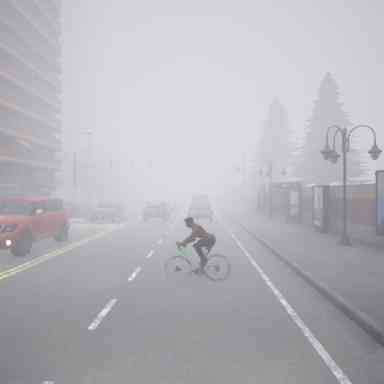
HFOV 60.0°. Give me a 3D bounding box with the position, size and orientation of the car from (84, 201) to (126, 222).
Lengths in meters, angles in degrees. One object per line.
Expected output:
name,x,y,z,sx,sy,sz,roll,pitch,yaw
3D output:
car,-6.516,1.506,26.020,1.837,1.490,4.892,0,0,2

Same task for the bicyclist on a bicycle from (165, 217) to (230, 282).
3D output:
bicyclist on a bicycle,0.118,1.447,8.284,1.656,1.620,0.582,-2,0,1

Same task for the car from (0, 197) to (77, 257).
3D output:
car,-6.823,1.224,13.370,2.150,2.045,5.566,0,0,1

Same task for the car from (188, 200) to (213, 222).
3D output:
car,0.672,1.600,26.591,1.895,1.301,4.718,0,0,1

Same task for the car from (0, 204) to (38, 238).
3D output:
car,-10.228,1.477,17.501,1.882,1.535,5.008,0,0,1

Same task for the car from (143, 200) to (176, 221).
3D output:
car,-2.806,1.491,27.261,2.128,1.511,4.902,0,0,1

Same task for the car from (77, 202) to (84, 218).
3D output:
car,-9.947,1.409,25.490,2.128,1.511,4.902,0,4,1

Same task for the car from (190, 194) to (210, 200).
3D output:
car,0.973,1.221,39.365,2.150,2.045,5.566,0,0,1

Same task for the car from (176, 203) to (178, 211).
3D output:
car,-2.599,1.600,37.386,1.895,1.301,4.718,0,0,2

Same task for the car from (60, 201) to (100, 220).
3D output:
car,-9.914,1.586,29.821,1.994,1.385,4.181,0,2,2
